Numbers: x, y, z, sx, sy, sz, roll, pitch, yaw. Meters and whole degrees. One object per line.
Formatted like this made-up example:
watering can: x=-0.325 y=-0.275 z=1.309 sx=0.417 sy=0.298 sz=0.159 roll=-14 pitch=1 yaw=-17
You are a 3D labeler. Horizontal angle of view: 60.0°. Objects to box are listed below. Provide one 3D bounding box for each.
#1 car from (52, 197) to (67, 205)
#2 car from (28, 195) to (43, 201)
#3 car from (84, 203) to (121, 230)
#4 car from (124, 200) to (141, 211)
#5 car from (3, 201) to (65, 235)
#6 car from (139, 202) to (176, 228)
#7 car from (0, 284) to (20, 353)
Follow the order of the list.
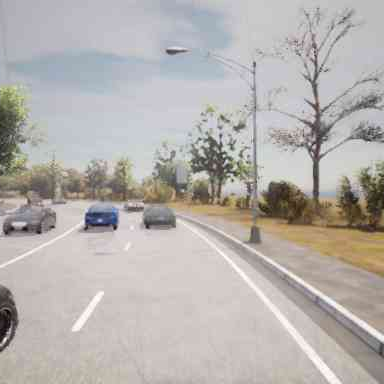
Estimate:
car: x=-22.612 y=1.545 z=56.664 sx=1.895 sy=1.301 sz=4.718 roll=0 pitch=0 yaw=-29
car: x=-26.692 y=1.296 z=56.666 sx=2.097 sy=1.767 sz=4.553 roll=0 pitch=0 yaw=-30
car: x=-5.614 y=1.457 z=21.100 sx=1.882 sy=1.535 sz=5.008 roll=0 pitch=0 yaw=-11
car: x=-6.955 y=1.554 z=39.536 sx=1.895 sy=1.301 sz=4.718 roll=0 pitch=0 yaw=-19
car: x=-8.930 y=1.483 z=18.719 sx=2.128 sy=1.511 sz=4.902 roll=0 pitch=0 yaw=-10
car: x=-2.227 y=1.534 z=21.961 sx=1.994 sy=1.385 sz=4.181 roll=0 pitch=0 yaw=-11
car: x=-3.605 y=1.570 z=3.403 sx=1.994 sy=1.385 sz=4.181 roll=0 pitch=0 yaw=-1
